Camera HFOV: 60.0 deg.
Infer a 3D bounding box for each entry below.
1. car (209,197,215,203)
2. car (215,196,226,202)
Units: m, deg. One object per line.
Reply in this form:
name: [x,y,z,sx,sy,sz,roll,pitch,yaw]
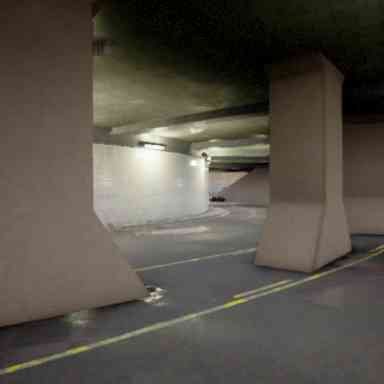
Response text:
car: [2.214,1.410,67.453,2.128,1.511,4.902,0,0,-17]
car: [5.531,1.423,68.468,1.994,1.385,4.181,0,0,-15]
